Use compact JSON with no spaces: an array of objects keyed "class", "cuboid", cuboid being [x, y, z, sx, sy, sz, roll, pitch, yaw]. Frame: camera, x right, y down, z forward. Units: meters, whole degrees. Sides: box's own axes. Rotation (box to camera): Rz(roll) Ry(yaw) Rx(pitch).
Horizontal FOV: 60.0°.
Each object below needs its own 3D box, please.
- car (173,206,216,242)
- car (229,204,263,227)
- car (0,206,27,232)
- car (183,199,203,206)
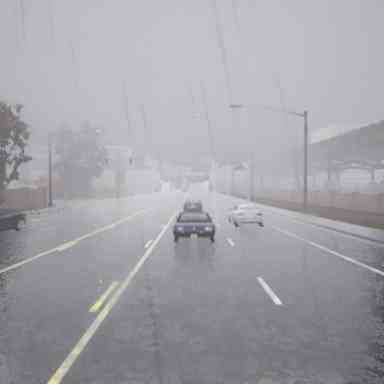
[{"class":"car","cuboid":[0.097,1.605,16.494,1.895,1.301,4.718,0,0,0]},{"class":"car","cuboid":[3.595,1.514,22.644,1.812,1.442,4.674,0,0,0]},{"class":"car","cuboid":[-10.601,1.482,17.439,1.882,1.535,5.008,0,0,0]},{"class":"car","cuboid":[0.094,1.412,34.263,2.163,1.488,4.792,0,0,0]}]
